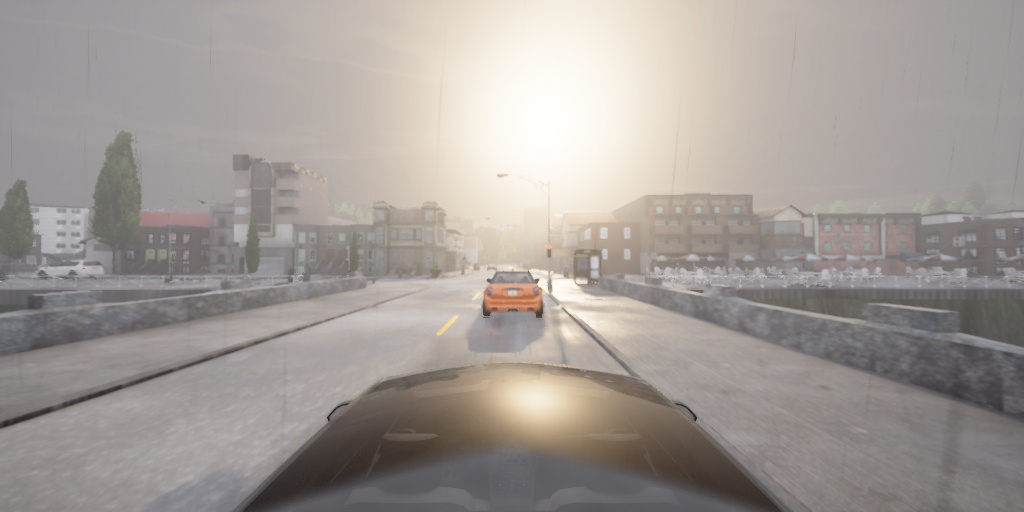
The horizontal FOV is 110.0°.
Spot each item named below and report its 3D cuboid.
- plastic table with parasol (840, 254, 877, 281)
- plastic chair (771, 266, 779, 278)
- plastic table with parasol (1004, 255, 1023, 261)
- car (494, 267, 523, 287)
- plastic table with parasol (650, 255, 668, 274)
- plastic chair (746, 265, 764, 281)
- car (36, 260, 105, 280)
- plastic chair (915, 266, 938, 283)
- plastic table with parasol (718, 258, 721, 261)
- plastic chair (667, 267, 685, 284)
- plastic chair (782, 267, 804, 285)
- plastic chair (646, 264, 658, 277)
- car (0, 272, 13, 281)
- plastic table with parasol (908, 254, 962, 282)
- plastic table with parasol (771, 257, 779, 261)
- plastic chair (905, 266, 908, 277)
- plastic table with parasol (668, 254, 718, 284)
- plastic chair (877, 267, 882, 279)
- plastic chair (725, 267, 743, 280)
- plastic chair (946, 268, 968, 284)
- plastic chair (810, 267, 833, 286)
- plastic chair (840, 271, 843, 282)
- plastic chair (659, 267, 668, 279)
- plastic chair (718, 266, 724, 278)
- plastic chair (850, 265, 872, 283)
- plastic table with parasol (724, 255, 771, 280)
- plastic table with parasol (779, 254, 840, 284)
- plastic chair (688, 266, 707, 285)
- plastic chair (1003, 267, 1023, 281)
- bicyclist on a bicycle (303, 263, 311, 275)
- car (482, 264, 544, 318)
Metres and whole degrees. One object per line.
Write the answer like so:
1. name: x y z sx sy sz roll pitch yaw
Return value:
1. plastic table with parasol: 30.514 1.099 32.624 2.482 2.480 2.482 0 0 0
2. plastic chair: 28.805 1.801 39.744 0.730 1.272 0.750 0 0 0
3. plastic table with parasol: 48.004 1.110 33.439 2.482 2.480 2.482 0 0 0
4. car: -0.382 1.659 29.722 1.812 1.442 4.674 0 -1 -8
5. plastic table with parasol: 15.925 1.173 38.027 2.482 2.480 2.482 0 0 0
6. plastic chair: 22.804 1.717 33.646 0.750 1.272 0.730 0 0 0
7. car: -46.503 1.466 37.839 5.566 2.045 2.150 0 -1 2
8. plastic chair: 36.666 1.690 31.740 0.730 1.272 0.750 0 0 0
9. plastic table with parasol: 22.516 1.213 40.915 2.482 2.480 2.482 0 0 0
10. plastic chair: 13.903 1.672 30.349 0.730 1.272 0.750 0 0 0
11. plastic chair: 22.603 1.651 28.846 0.730 1.272 0.750 0 0 0
12. plastic chair: 14.705 1.779 38.148 0.730 1.272 0.750 0 0 0
13. car: -50.786 1.737 33.796 5.357 1.411 2.033 0 -1 0
14. plastic table with parasol: 37.794 1.086 31.652 2.482 2.480 2.482 0 0 0
15. plastic table with parasol: 30.235 1.196 39.713 2.482 2.480 2.482 0 0 0
16. plastic chair: 45.506 1.816 40.839 0.730 1.272 0.750 0 0 0
17. plastic table with parasol: 15.173 1.066 30.208 2.482 2.480 2.482 0 0 0
18. plastic chair: 37.405 1.762 36.942 0.750 1.272 0.730 0 0 0
19. plastic chair: 21.704 1.736 35.046 0.730 1.272 0.750 0 0 0
20. plastic chair: 37.803 1.672 30.342 0.750 1.272 0.730 0 0 0
21. plastic chair: 23.702 1.632 27.446 0.750 1.272 0.730 0 0 0
22. plastic chair: 29.335 1.705 32.741 0.730 1.272 0.750 0 0 -1
23. plastic chair: 15.805 1.759 36.747 0.750 1.272 0.730 0 0 0
24. plastic chair: 22.505 1.796 39.445 0.750 1.272 0.730 0 0 0
25. plastic chair: 30.503 1.686 31.344 0.750 1.272 0.730 0 0 0
26. plastic table with parasol: 22.904 1.132 34.996 2.482 2.480 2.482 0 0 0
27. plastic table with parasol: 23.803 1.047 28.796 2.482 2.480 2.482 0 0 0
28. plastic chair: 15.003 1.653 28.948 0.750 1.272 0.730 0 0 0
29. plastic chair: 46.804 1.713 33.340 0.730 1.272 0.750 0 0 0
30. bicyclist on a bicycle: -24.013 1.652 42.108 0.582 1.620 1.656 0 0 0
31. car: 0.046 1.270 14.010 2.097 1.767 4.553 0 -1 1
